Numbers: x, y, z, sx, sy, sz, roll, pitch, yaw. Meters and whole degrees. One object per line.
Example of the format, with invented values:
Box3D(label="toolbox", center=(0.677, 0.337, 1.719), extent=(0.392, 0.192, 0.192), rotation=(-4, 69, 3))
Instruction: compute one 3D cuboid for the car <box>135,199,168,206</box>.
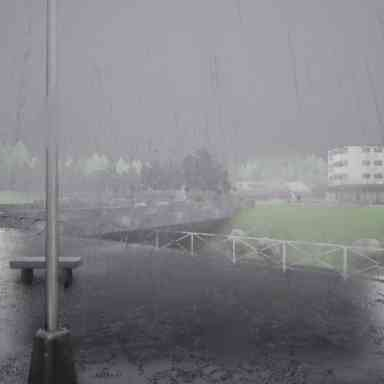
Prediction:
Box3D(label="car", center=(-5.121, 1.603, 43.117), extent=(1.895, 1.301, 4.718), rotation=(0, 0, 36))
